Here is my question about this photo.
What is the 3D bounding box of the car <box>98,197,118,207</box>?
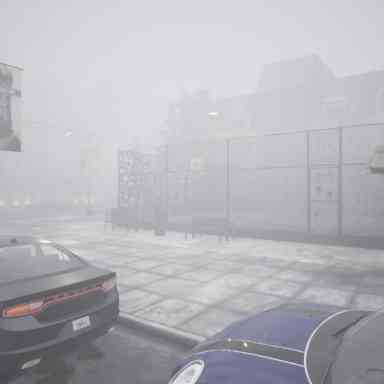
[{"bbox_3d":[-12.459,1.504,51.935,1.837,1.490,4.892,0,0,35],"label":"car"}]

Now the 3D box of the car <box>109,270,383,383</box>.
[{"bbox_3d":[1.917,1.354,1.937,4.553,1.767,2.185,0,0,35],"label":"car"}]

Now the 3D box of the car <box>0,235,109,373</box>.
[{"bbox_3d":[-3.394,1.480,5.556,5.008,1.535,2.097,0,0,35],"label":"car"}]

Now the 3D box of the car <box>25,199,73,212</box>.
[{"bbox_3d":[-16.876,1.547,39.566,2.033,1.411,5.357,0,0,35],"label":"car"}]
